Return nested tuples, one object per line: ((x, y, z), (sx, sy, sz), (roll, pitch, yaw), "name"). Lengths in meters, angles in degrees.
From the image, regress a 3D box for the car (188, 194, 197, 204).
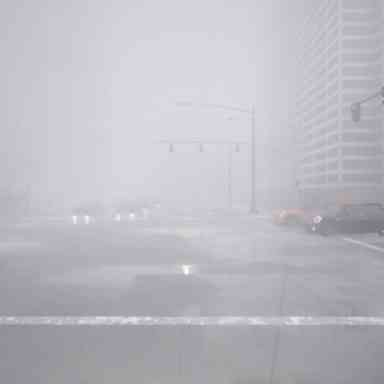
((0.082, 1.609, 64.517), (2.033, 1.411, 5.357), (0, 0, 0), "car")

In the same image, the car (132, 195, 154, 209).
((-7.019, 1.550, 47.285), (1.837, 1.490, 4.892), (0, 0, 0), "car")

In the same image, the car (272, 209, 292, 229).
((7.511, 1.372, 21.354), (4.553, 1.767, 2.097), (0, 0, 0), "car")

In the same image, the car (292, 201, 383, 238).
((8.027, 1.368, 17.491), (4.553, 1.767, 2.097), (0, 0, -5), "car")

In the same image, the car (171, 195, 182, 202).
((-3.405, 1.426, 74.806), (2.128, 1.511, 4.902), (0, 0, 0), "car")

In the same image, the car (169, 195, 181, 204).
((-3.418, 1.553, 64.521), (2.128, 1.511, 4.902), (0, 0, 0), "car")

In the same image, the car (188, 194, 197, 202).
((0.095, 1.256, 74.772), (2.097, 1.767, 4.553), (0, 0, 0), "car")

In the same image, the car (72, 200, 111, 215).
((-10.525, 1.580, 34.631), (2.033, 1.411, 5.357), (0, 0, 4), "car")

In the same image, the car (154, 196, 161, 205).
((-6.953, 1.562, 62.283), (1.837, 1.490, 4.892), (0, 0, 1), "car")

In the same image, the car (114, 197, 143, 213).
((-7.042, 1.561, 37.332), (1.812, 1.442, 4.674), (0, 0, 0), "car")

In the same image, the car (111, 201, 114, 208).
((-10.515, 1.594, 49.063), (2.033, 1.411, 5.357), (0, 0, 0), "car")

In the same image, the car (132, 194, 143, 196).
((-10.418, 1.576, 67.830), (1.837, 1.490, 4.892), (0, 0, 0), "car")
